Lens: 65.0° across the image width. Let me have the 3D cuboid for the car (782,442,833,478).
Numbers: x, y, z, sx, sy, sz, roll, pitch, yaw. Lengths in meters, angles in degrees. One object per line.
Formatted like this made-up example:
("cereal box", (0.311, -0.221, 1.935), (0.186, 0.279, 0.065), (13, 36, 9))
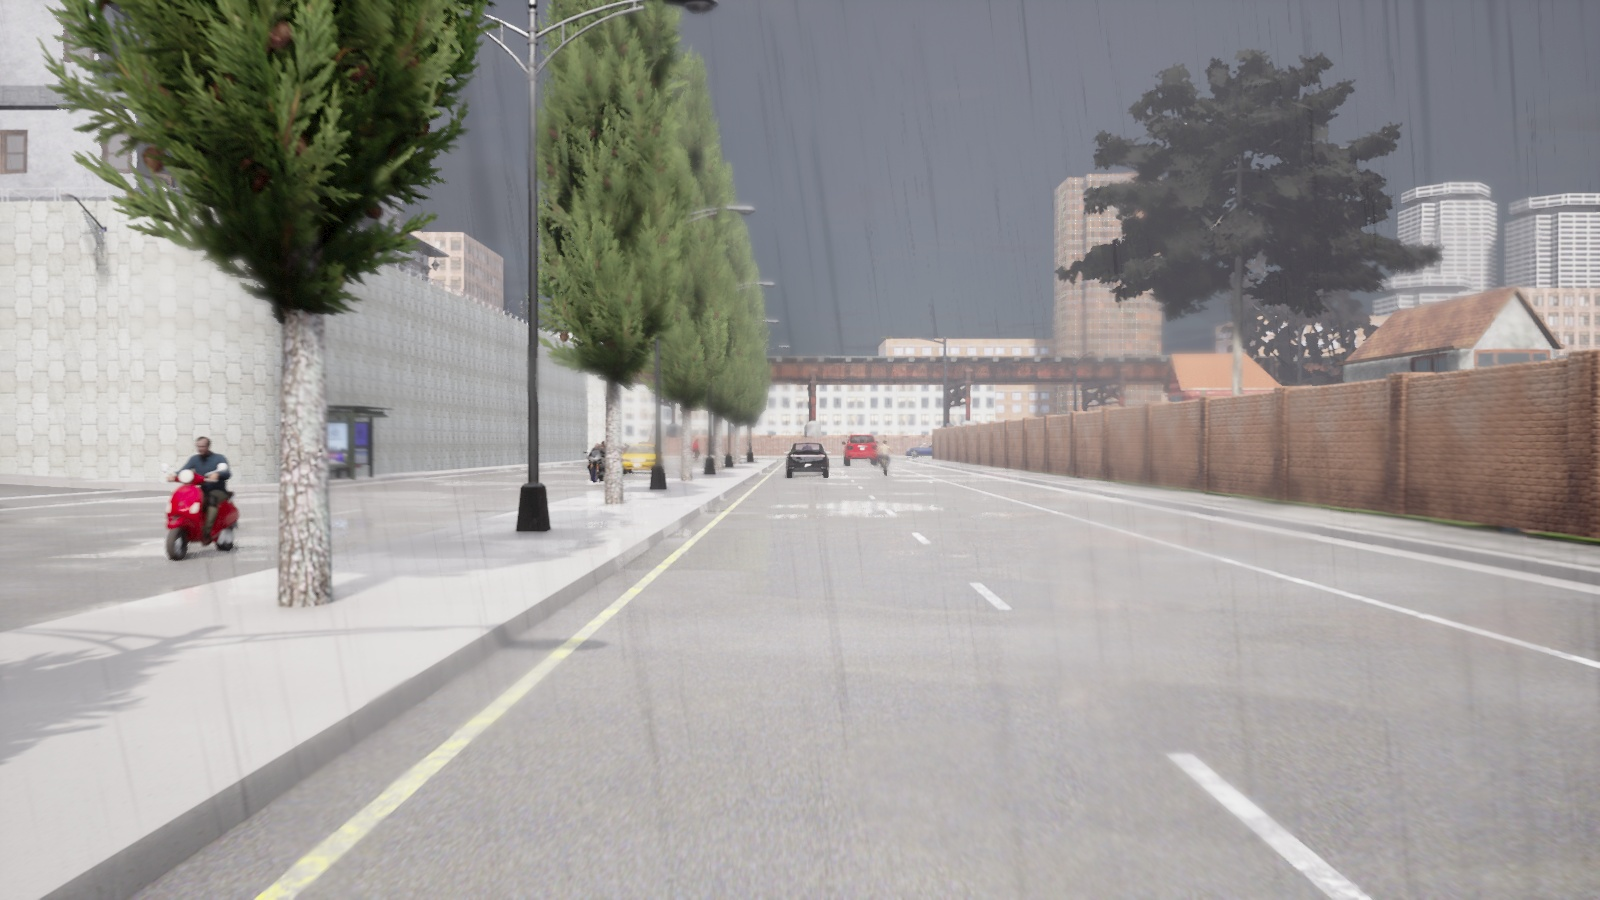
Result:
("car", (0.327, 0.394, 54.868), (2.128, 1.511, 4.902), (0, 0, 0))

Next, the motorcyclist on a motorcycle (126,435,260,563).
("motorcyclist on a motorcycle", (-7.891, 0.601, 16.433), (0.866, 1.590, 1.817), (0, 0, 0))

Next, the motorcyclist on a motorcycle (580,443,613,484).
("motorcyclist on a motorcycle", (-7.714, 0.507, 47.664), (0.866, 1.530, 2.191), (0, 0, 0))

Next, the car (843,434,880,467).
("car", (3.983, 0.005, 82.206), (2.150, 2.045, 5.566), (0, 0, 0))

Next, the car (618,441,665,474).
("car", (-7.644, 0.335, 61.069), (1.801, 1.575, 5.366), (0, 0, -2))
